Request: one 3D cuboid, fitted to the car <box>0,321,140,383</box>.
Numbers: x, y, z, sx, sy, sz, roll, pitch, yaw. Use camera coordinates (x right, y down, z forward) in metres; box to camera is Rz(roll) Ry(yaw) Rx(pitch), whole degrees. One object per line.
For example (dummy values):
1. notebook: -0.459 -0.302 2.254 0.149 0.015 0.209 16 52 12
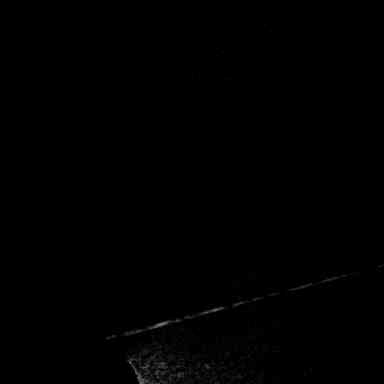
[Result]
1. car: -2.352 1.565 2.068 4.181 1.385 1.994 0 0 -35
